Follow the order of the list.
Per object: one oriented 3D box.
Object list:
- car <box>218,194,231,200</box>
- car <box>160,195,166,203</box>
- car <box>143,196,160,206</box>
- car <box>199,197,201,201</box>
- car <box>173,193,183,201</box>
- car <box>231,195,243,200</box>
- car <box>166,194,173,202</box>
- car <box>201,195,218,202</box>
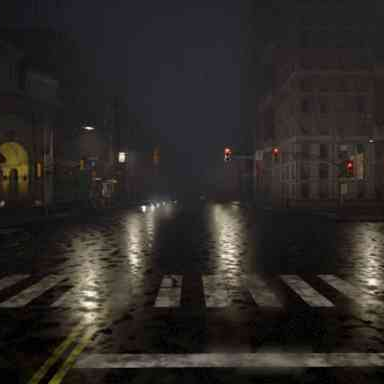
[{"bbox_3d":[8.270,1.466,94.411,1.882,1.535,5.008,0,0,38],"label":"car"},{"bbox_3d":[-6.979,1.491,65.733,2.128,1.511,4.902,0,0,1],"label":"car"},{"bbox_3d":[-7.013,1.601,56.091,1.895,1.301,4.718,0,0,1],"label":"car"},{"bbox_3d":[3.319,1.524,85.422,1.812,1.442,4.674,0,0,22],"label":"car"},{"bbox_3d":[-3.966,1.224,85.950,2.150,2.045,5.566,0,0,19],"label":"car"},{"bbox_3d":[12.491,1.500,94.191,1.837,1.490,4.892,0,0,41],"label":"car"},{"bbox_3d":[-6.440,1.525,75.886,2.128,1.511,4.902,0,0,7],"label":"car"},{"bbox_3d":[3.885,1.524,73.847,2.128,1.511,4.902,0,0,10],"label":"car"}]
